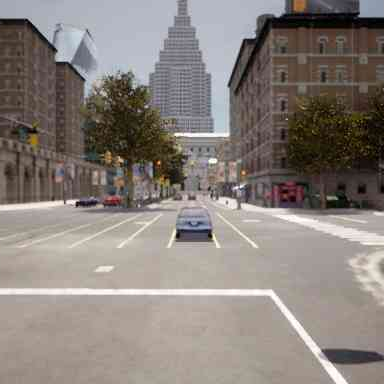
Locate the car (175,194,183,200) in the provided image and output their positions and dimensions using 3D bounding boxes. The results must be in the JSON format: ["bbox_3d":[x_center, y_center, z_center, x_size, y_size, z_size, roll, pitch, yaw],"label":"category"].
[{"bbox_3d":[-3.473,1.277,88.022,1.837,1.490,4.892,0,0,0],"label":"car"}]

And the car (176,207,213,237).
[{"bbox_3d":[0.105,1.502,17.753,2.033,1.411,5.357,0,0,0],"label":"car"}]

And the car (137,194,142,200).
[{"bbox_3d":[-11.479,1.178,68.422,2.097,1.767,4.553,0,0,0],"label":"car"}]

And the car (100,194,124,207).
[{"bbox_3d":[-11.554,1.354,48.635,1.882,1.535,5.008,0,0,0],"label":"car"}]

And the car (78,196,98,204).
[{"bbox_3d":[-18.232,1.446,58.526,1.895,1.301,4.718,0,0,0],"label":"car"}]

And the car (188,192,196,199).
[{"bbox_3d":[0.027,0.965,87.690,2.097,1.767,4.553,0,0,0],"label":"car"}]

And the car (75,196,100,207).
[{"bbox_3d":[-15.058,1.480,47.411,1.895,1.301,4.718,0,0,0],"label":"car"}]

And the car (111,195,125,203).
[{"bbox_3d":[-14.979,1.306,67.618,1.882,1.535,5.008,0,0,0],"label":"car"}]

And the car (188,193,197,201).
[{"bbox_3d":[0.024,1.150,78.937,2.097,1.767,4.553,0,0,0],"label":"car"}]

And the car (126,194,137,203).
[{"bbox_3d":[-11.482,1.356,58.433,1.837,1.490,4.892,0,0,0],"label":"car"}]

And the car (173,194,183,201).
[{"bbox_3d":[-3.476,1.341,78.537,2.033,1.411,5.357,0,0,0],"label":"car"}]

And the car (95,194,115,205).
[{"bbox_3d":[-14.983,1.206,57.518,2.097,1.767,4.553,0,0,0],"label":"car"}]
